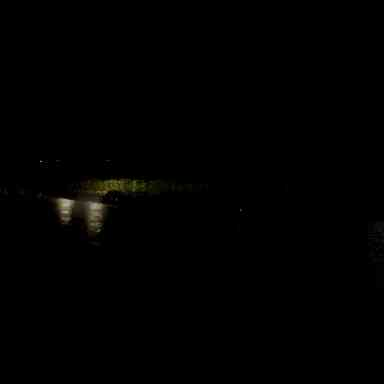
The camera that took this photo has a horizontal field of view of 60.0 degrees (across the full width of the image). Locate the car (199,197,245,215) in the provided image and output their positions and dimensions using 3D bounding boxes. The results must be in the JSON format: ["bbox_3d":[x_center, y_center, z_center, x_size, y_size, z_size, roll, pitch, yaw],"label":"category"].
[{"bbox_3d":[2.594,1.176,29.403,2.128,1.511,4.902,1,1,-35],"label":"car"}]

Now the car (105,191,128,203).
[{"bbox_3d":[-10.980,0.612,48.525,2.097,1.767,4.553,1,1,-35],"label":"car"}]
